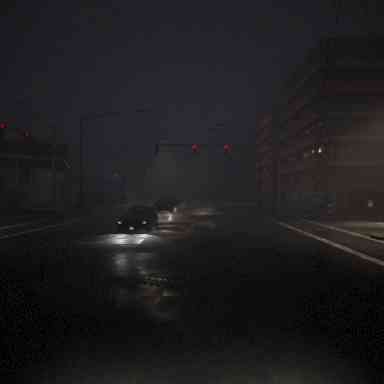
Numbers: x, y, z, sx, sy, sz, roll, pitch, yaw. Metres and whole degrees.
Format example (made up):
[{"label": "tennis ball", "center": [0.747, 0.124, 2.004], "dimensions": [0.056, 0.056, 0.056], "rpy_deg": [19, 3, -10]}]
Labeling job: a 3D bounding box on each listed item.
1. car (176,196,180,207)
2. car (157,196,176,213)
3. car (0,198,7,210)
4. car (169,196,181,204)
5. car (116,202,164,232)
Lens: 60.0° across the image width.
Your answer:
[{"label": "car", "center": [-3.214, 1.353, 49.999], "dimensions": [2.097, 1.767, 4.553], "rpy_deg": [0, 0, 0]}, {"label": "car", "center": [-3.153, 1.477, 37.466], "dimensions": [1.882, 1.535, 5.008], "rpy_deg": [0, 0, 0]}, {"label": "car", "center": [-24.020, 1.456, 38.975], "dimensions": [3.806, 1.475, 1.970], "rpy_deg": [0, 0, 1]}, {"label": "car", "center": [-3.293, 1.548, 64.049], "dimensions": [2.033, 1.411, 5.357], "rpy_deg": [0, 0, 0]}, {"label": "car", "center": [-3.173, 1.547, 20.422], "dimensions": [2.033, 1.411, 5.357], "rpy_deg": [0, 0, 1]}]
